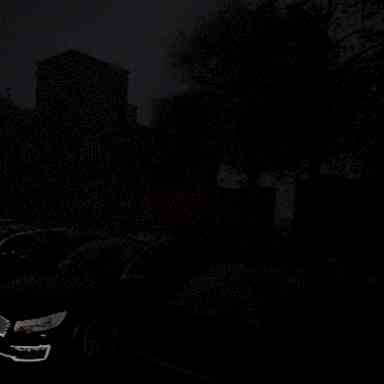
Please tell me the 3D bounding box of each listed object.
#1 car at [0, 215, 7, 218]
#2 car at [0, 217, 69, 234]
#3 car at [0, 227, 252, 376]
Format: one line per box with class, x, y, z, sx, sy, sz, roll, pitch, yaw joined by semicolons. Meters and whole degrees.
car;-5.613;1.491;9.283;2.002;1.452;4.674;0;0;36
car;-3.443;1.460;7.727;2.231;1.521;4.892;0;0;35
car;-1.059;1.469;6.043;2.231;1.521;4.892;0;0;35
